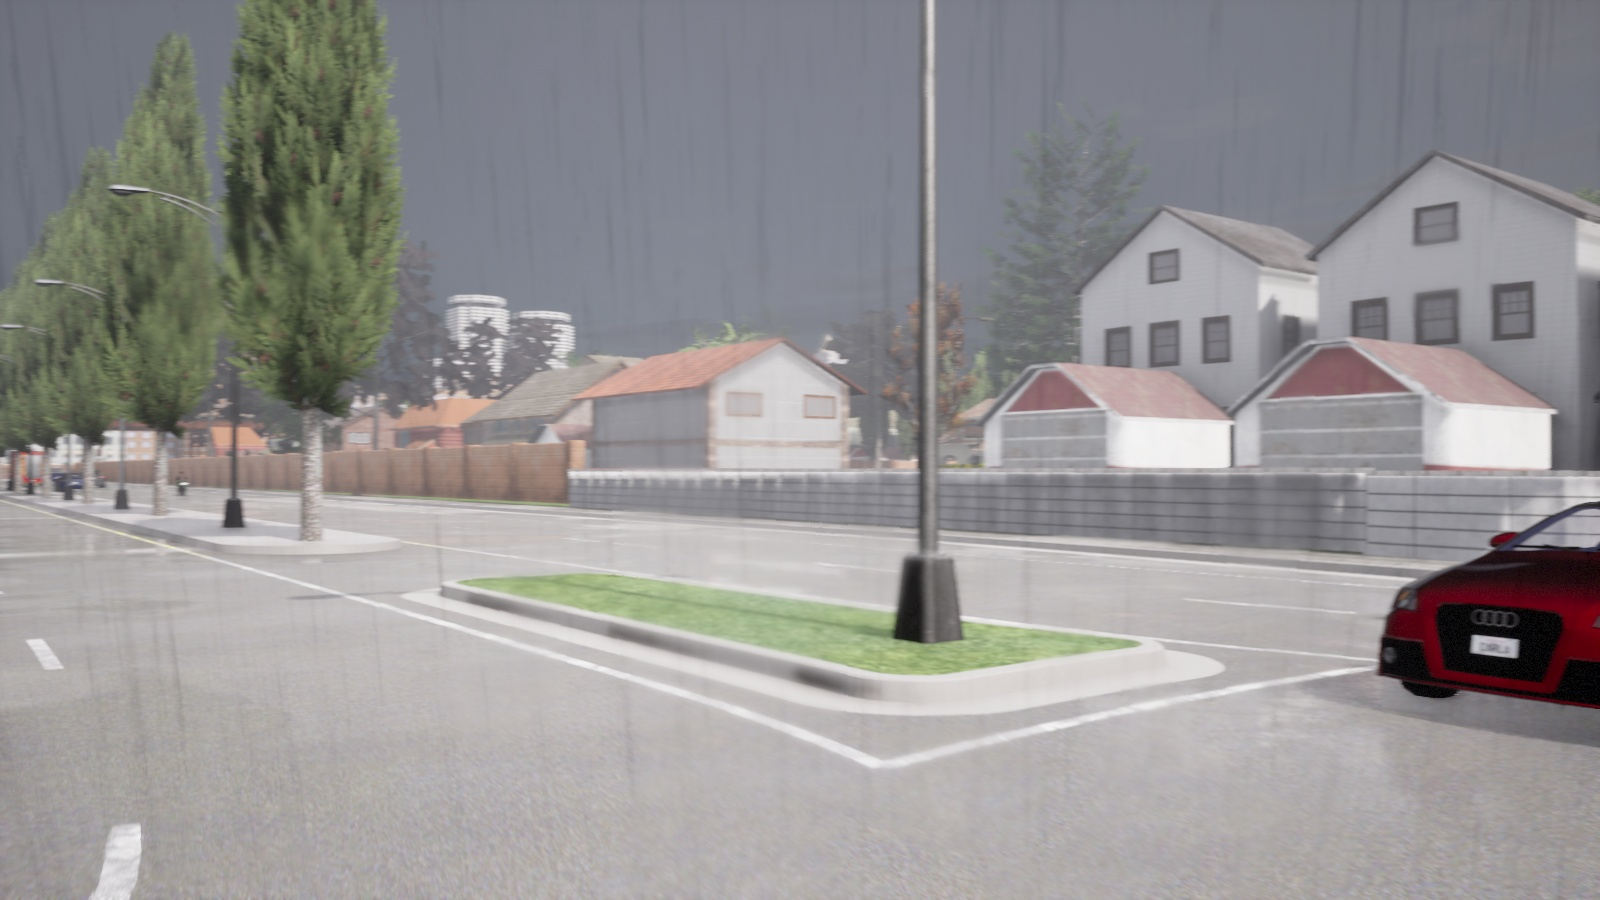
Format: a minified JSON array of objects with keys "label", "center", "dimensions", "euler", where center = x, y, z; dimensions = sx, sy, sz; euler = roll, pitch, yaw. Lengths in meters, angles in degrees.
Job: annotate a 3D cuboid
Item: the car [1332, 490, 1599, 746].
[{"label":"car","center":[5.908,0.985,8.685],"dimensions":[4.181,1.385,1.994],"euler":[0,-2,-31]}]
